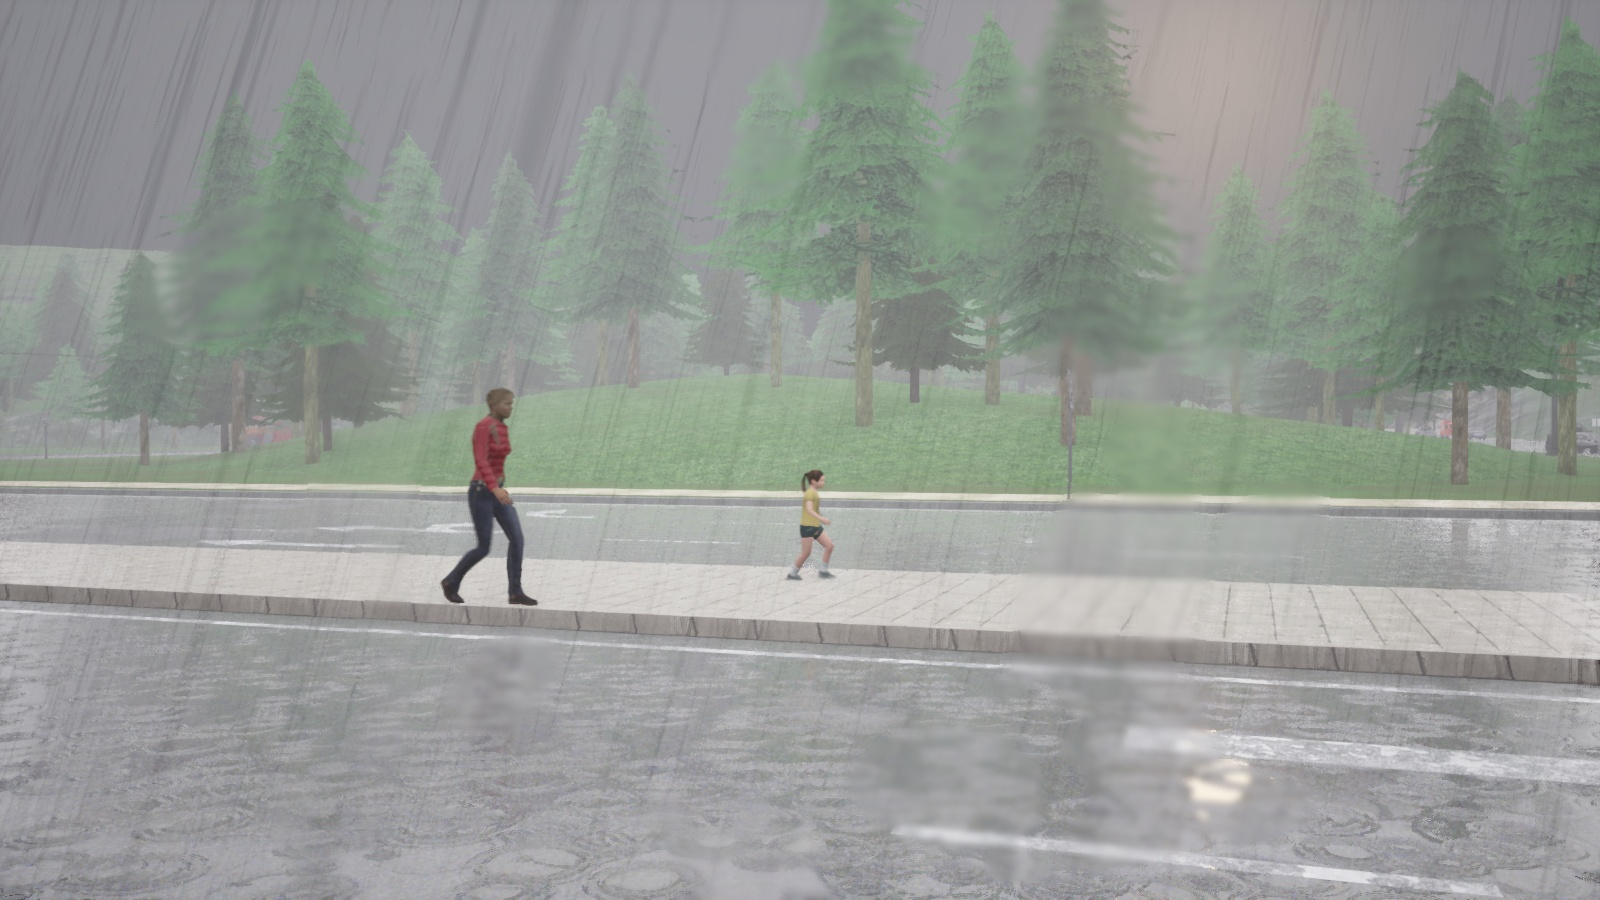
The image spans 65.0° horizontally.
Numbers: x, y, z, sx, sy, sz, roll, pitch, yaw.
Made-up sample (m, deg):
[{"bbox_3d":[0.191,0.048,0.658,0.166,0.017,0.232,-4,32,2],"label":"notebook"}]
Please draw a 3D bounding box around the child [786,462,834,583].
[{"bbox_3d":[0.100,0.673,11.831,0.394,1.110,0.255,0,1,16],"label":"child"}]

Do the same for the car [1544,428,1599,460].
[{"bbox_3d":[45.674,-0.375,74.292,1.932,1.855,4.605,1,1,19],"label":"car"}]

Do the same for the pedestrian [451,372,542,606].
[{"bbox_3d":[-2.455,0.306,10.162,0.636,1.846,0.331,1,1,19],"label":"pedestrian"}]
